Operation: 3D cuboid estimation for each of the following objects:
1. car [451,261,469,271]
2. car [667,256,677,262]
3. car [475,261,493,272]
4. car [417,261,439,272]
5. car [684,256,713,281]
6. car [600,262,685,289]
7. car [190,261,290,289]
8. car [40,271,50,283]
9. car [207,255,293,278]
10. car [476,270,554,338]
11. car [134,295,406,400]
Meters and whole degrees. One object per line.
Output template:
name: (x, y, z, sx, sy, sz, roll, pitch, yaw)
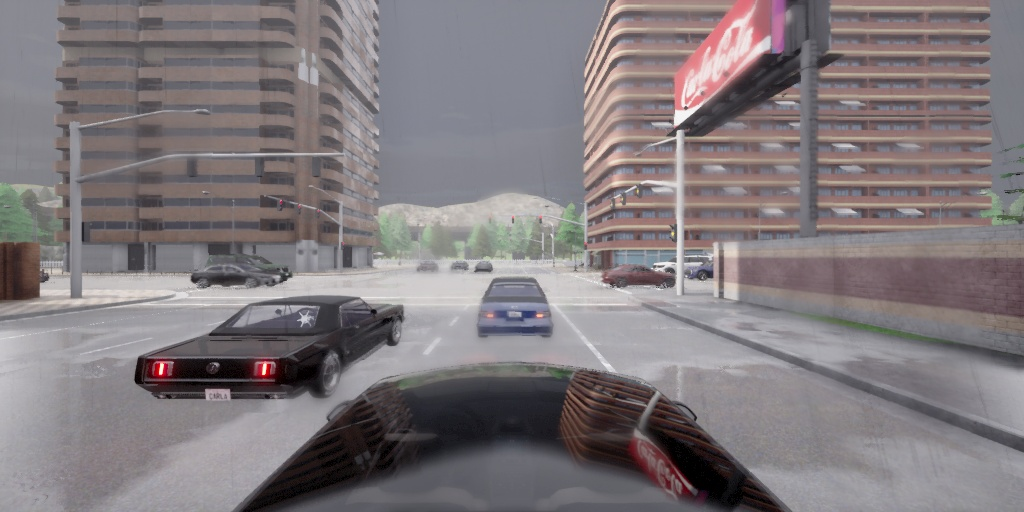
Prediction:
car: (-7.141, 1.314, 49.394, 1.994, 1.385, 4.181, 0, 0, 1)
car: (15.862, 0.972, 33.222, 5.566, 2.045, 2.150, 0, 0, 0)
car: (-3.527, 1.313, 45.647, 1.994, 1.385, 4.181, 0, 0, 0)
car: (-10.654, 1.314, 45.574, 1.994, 1.385, 4.181, 0, 0, 1)
car: (16.701, 1.102, 29.727, 4.553, 1.767, 2.097, 0, 0, 0)
car: (7.897, 1.275, 22.474, 4.674, 1.442, 1.812, 0, 0, -1)
car: (-17.045, 1.242, 22.278, 4.902, 1.511, 2.128, 0, 0, 0)
car: (-36.251, 1.275, 25.659, 4.674, 1.442, 1.812, 0, 0, -1)
car: (-18.956, 0.972, 25.764, 5.566, 2.045, 2.150, 0, 0, 0)
car: (0.065, 1.297, 10.176, 2.033, 1.411, 5.357, 0, 0, 0)
car: (-3.450, 1.351, 6.453, 1.895, 1.301, 4.718, 0, 0, 0)
